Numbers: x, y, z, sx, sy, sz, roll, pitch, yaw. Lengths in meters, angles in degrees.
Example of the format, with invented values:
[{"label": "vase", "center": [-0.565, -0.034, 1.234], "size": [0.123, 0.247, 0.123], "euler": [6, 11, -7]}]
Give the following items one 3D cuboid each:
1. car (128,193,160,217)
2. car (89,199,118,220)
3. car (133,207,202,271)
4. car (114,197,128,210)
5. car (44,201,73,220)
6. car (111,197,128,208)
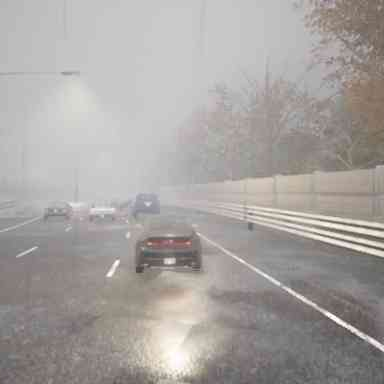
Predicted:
[{"label": "car", "center": [-4.073, 1.114, 28.610], "size": [2.150, 2.045, 5.566], "euler": [0, 0, -14]}, {"label": "car", "center": [-7.222, 1.508, 26.933], "size": [1.895, 1.301, 4.718], "euler": [0, 0, -14]}, {"label": "car", "center": [-0.807, 1.465, 10.776], "size": [1.837, 1.490, 4.892], "euler": [0, 1, -6]}, {"label": "car", "center": [-7.886, 1.382, 40.074], "size": [1.812, 1.442, 4.674], "euler": [0, 0, -19]}, {"label": "car", "center": [-10.916, 1.460, 27.351], "size": [2.033, 1.411, 5.357], "euler": [0, 0, -16]}, {"label": "car", "center": [-10.211, 1.436, 46.731], "size": [1.895, 1.301, 4.718], "euler": [0, 0, -19]}]
